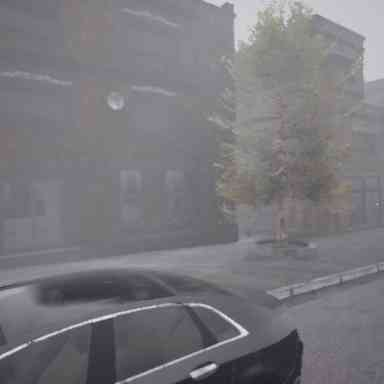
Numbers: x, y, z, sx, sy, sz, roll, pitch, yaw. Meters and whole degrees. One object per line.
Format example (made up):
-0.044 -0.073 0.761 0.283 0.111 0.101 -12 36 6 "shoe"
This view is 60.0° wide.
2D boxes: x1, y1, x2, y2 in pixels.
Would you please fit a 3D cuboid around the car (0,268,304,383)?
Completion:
-1.166 1.505 2.545 4.892 1.490 1.837 0 0 -36 "car"
